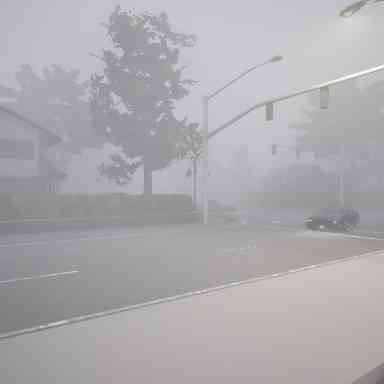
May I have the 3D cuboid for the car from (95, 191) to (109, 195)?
[{"bbox_3d":[-20.436,0.855,75.241,2.150,2.045,5.566,0,0,-36],"label":"car"}]

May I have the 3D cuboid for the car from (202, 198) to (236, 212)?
[{"bbox_3d":[2.931,1.432,37.407,1.812,1.442,4.674,0,0,-36],"label":"car"}]

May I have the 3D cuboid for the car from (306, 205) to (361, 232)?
[{"bbox_3d":[8.729,1.499,20.119,2.033,1.411,5.357,0,0,39],"label":"car"}]

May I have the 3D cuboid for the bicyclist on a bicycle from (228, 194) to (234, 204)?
[{"bbox_3d":[5.885,1.176,51.080,1.656,1.620,0.582,0,0,-36],"label":"bicyclist on a bicycle"}]
